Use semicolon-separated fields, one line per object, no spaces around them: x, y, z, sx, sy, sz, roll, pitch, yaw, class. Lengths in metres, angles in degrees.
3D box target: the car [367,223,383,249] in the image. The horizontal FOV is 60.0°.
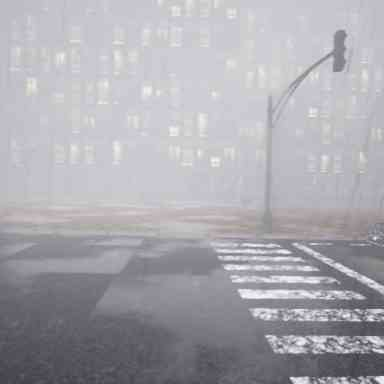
8.525;1.376;11.214;4.892;1.490;1.837;2;2;-3;car
